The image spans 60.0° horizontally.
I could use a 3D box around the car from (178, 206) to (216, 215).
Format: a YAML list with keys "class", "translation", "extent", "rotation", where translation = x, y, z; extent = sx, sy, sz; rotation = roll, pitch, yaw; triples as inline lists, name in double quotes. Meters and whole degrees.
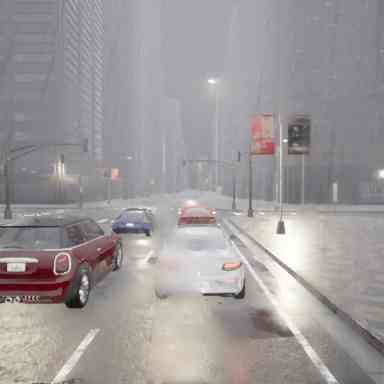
- class: "car"
  translation: [0.263, 1.470, 17.638]
  extent: [1.882, 1.535, 5.008]
  rotation: [0, 0, 0]

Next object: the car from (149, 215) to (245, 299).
- class: "car"
  translation: [0.183, 1.524, 8.309]
  extent: [1.812, 1.442, 4.674]
  rotation: [0, 0, 0]

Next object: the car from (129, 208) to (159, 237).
- class: "car"
  translation: [-2.984, 1.556, 18.129]
  extent: [1.994, 1.385, 4.181]
  rotation: [0, 0, 1]

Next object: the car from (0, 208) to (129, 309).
- class: "car"
  translation: [-3.084, 1.350, 8.010]
  extent: [2.097, 1.767, 4.553]
  rotation: [0, 0, 0]
